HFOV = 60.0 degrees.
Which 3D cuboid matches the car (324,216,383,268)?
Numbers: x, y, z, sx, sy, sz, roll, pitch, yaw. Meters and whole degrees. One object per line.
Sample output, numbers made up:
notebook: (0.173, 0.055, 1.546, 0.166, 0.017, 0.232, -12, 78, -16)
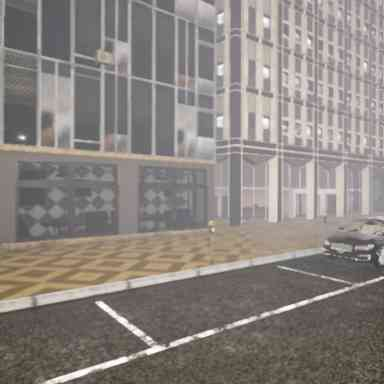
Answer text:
car: (6.196, 1.526, 11.149, 4.403, 1.369, 2.008, 0, 1, -35)
